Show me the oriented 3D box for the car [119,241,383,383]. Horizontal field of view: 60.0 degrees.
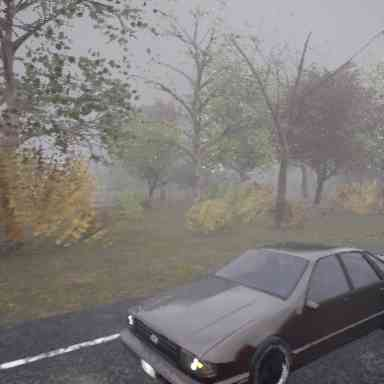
[{"bbox_3d":[1.664,1.544,5.228,5.357,1.411,2.033,0,0,-36],"label":"car"}]
